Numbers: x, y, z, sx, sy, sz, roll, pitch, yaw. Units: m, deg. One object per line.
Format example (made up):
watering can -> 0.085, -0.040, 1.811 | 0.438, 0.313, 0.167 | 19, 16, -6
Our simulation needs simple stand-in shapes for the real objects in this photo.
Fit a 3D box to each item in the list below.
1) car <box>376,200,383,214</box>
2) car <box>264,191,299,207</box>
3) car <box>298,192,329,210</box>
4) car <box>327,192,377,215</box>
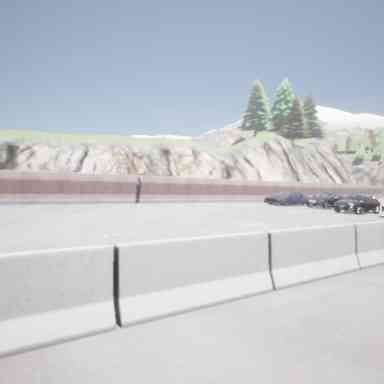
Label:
car -> 16.321, 0.867, 24.593 | 5.566, 2.045, 2.150 | 1, 3, -36
car -> 9.463, 0.628, 32.575 | 5.357, 1.411, 2.033 | 1, 3, -36
car -> 12.414, 0.766, 30.426 | 4.902, 1.511, 2.128 | 1, 3, -36
car -> 13.328, 0.956, 26.766 | 4.892, 1.490, 1.837 | 1, 2, -36
